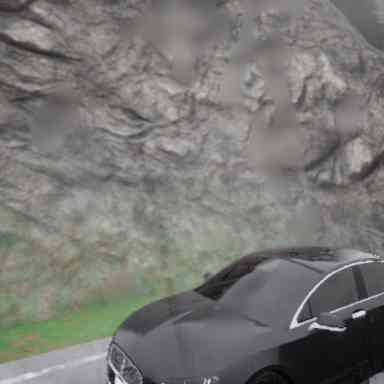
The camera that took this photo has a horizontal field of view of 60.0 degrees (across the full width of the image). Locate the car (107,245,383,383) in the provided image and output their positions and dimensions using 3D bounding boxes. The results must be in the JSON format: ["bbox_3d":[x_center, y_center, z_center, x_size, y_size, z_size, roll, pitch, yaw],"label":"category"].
[{"bbox_3d":[1.376,1.538,4.363,4.892,1.490,1.837,1,0,-33],"label":"car"}]
